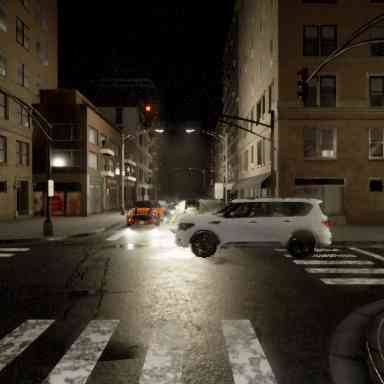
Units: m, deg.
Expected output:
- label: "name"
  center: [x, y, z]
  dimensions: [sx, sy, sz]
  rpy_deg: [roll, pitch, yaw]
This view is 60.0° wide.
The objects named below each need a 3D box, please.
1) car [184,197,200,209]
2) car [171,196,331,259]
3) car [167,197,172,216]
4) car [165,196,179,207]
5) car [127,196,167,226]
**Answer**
- label: "car"
  center: [0.007, 1.464, 44.789]
  dimensions: [2.128, 1.511, 4.902]
  rpy_deg: [0, 0, 0]
- label: "car"
  center: [2.167, 1.225, 12.248]
  dimensions: [5.566, 2.045, 2.150]
  rpy_deg: [0, 0, 0]
- label: "car"
  center: [-3.163, 1.531, 32.514]
  dimensions: [2.033, 1.411, 5.357]
  rpy_deg: [0, 0, 0]
- label: "car"
  center: [-3.160, 1.444, 53.493]
  dimensions: [1.882, 1.535, 5.008]
  rpy_deg: [0, 0, 0]
- label: "car"
  center: [-3.143, 1.343, 23.059]
  dimensions: [2.097, 1.767, 4.553]
  rpy_deg: [0, 0, 0]
